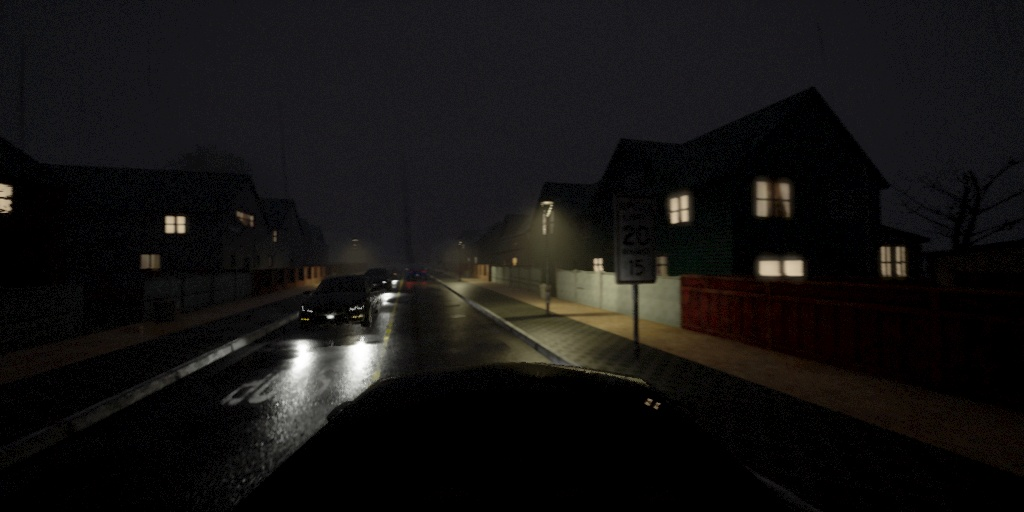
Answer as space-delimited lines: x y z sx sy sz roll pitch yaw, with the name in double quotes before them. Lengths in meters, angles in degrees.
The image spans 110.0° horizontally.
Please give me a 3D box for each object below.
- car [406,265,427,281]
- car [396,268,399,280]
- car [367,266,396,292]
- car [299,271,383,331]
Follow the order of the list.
"car" -9.799 1.725 36.940 1.882 1.535 5.008 0 -1 -16
"car" -13.577 1.865 39.872 2.033 1.411 5.357 0 -1 -16
"car" -9.224 1.606 24.605 1.837 1.490 4.892 0 -1 -16
"car" -5.574 1.425 12.017 1.837 1.490 4.892 0 -1 -16
